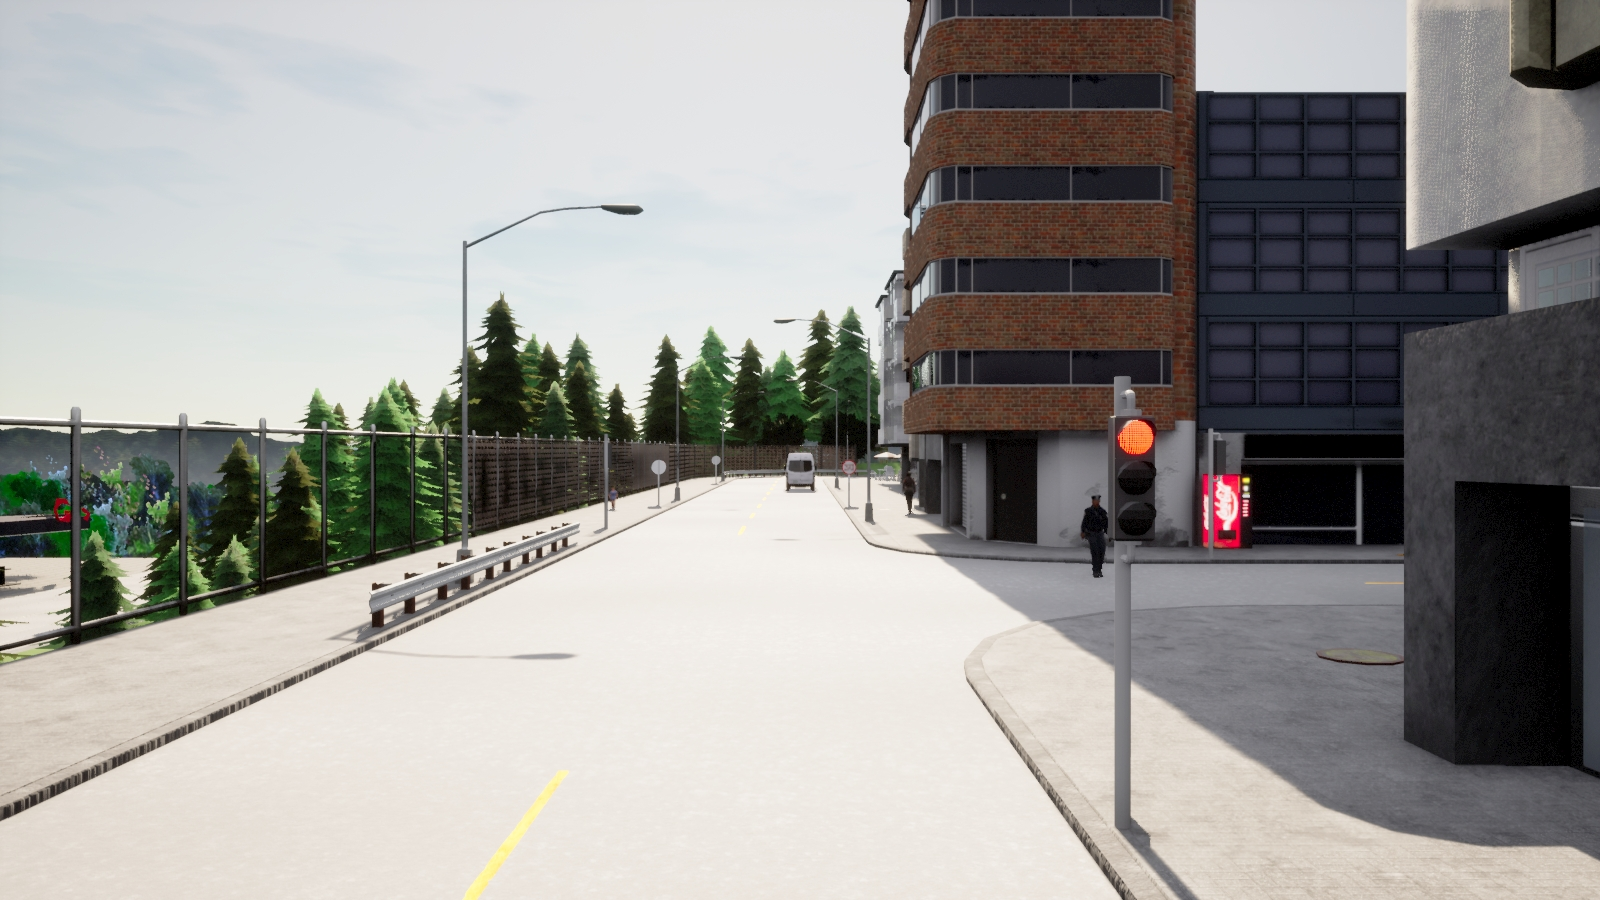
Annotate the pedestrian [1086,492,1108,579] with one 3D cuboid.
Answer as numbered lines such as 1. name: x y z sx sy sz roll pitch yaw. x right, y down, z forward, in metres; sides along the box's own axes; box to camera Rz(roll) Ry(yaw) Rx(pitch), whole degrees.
1. pedestrian: 6.427 1.839 24.733 0.375 1.860 0.375 0 0 0

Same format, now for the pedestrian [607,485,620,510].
1. pedestrian: -8.247 2.105 50.490 0.500 1.100 0.500 0 0 0

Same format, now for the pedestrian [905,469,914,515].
1. pedestrian: 4.501 1.725 47.010 0.375 1.860 0.375 0 0 2
